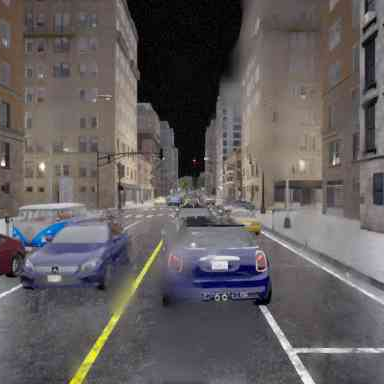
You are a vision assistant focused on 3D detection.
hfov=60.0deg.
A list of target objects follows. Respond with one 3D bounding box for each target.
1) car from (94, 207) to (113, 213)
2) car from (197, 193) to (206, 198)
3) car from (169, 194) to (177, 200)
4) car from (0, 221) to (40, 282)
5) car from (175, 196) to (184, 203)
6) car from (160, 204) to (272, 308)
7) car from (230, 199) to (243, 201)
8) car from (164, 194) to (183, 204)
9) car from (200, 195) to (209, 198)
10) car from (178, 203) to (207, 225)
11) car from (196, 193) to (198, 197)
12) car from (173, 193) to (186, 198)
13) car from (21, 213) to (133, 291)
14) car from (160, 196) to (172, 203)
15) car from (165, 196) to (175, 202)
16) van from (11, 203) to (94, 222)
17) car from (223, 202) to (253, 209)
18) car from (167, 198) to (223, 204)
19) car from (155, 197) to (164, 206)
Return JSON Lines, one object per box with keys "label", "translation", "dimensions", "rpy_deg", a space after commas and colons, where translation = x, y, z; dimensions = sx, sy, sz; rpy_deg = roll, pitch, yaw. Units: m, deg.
{"label": "car", "translation": [-5.359, 1.550, 18.374], "dimensions": [2.008, 1.369, 4.403], "rpy_deg": [0, 0, 0]}
{"label": "car", "translation": [2.763, 1.434, 73.370], "dimensions": [1.967, 1.590, 4.097], "rpy_deg": [0, 0, 0]}
{"label": "car", "translation": [-5.232, 1.429, 90.425], "dimensions": [1.967, 1.590, 4.097], "rpy_deg": [0, 0, 0]}
{"label": "car", "translation": [-5.381, 1.581, 7.562], "dimensions": [1.802, 1.307, 4.206], "rpy_deg": [0, 0, 0]}
{"label": "car", "translation": [-2.629, 1.519, 70.610], "dimensions": [1.812, 1.442, 4.674], "rpy_deg": [0, 0, 0]}
{"label": "car", "translation": [0.318, 1.352, 8.167], "dimensions": [2.097, 1.767, 4.553], "rpy_deg": [0, 0, -5]}
{"label": "car", "translation": [4.761, 1.534, 37.522], "dimensions": [4.181, 1.385, 1.994], "rpy_deg": [0, 0, -13]}
{"label": "car", "translation": [-2.756, 1.476, 50.516], "dimensions": [1.882, 1.535, 5.008], "rpy_deg": [0, 0, 0]}
{"label": "car", "translation": [2.724, 1.549, 50.643], "dimensions": [2.008, 1.369, 4.403], "rpy_deg": [0, 0, 0]}
{"label": "car", "translation": [0.061, 1.563, 25.109], "dimensions": [1.994, 1.385, 4.181], "rpy_deg": [0, 0, 0]}
{"label": "car", "translation": [2.783, 1.306, 84.734], "dimensions": [2.192, 1.841, 5.009], "rpy_deg": [0, 0, 0]}
{"label": "car", "translation": [-2.717, 1.218, 60.504], "dimensions": [2.150, 2.045, 5.566], "rpy_deg": [0, 0, 1]}
{"label": "car", "translation": [-2.817, 1.525, 9.171], "dimensions": [1.812, 1.442, 4.674], "rpy_deg": [0, 0, 0]}
{"label": "car", "translation": [-5.272, 1.561, 67.700], "dimensions": [1.947, 1.339, 4.313], "rpy_deg": [0, 0, 0]}
{"label": "car", "translation": [-5.252, 1.543, 79.062], "dimensions": [2.008, 1.369, 4.403], "rpy_deg": [0, 0, 0]}
{"label": "van", "translation": [-5.370, 1.340, 12.968], "dimensions": [1.690, 1.788, 3.998], "rpy_deg": [0, 0, 0]}
{"label": "car", "translation": [2.675, 1.525, 18.531], "dimensions": [1.752, 1.417, 4.829], "rpy_deg": [0, 0, 0]}
{"label": "car", "translation": [0.104, 1.351, 15.447], "dimensions": [2.097, 1.767, 4.553], "rpy_deg": [0, 0, 0]}
{"label": "car", "translation": [-5.292, 1.523, 56.167], "dimensions": [1.752, 1.417, 4.829], "rpy_deg": [0, 0, 0]}
